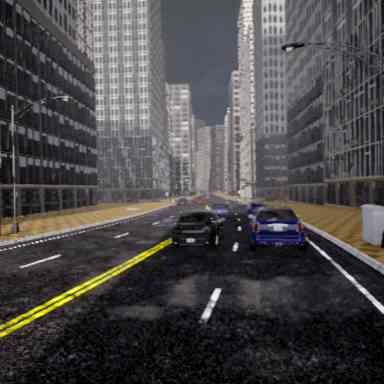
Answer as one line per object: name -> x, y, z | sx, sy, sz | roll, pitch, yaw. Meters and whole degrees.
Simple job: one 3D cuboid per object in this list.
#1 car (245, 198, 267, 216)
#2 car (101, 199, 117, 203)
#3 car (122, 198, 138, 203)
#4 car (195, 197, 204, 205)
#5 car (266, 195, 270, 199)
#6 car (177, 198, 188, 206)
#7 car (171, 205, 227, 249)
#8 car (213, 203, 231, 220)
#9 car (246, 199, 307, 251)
car -> 5.775, 1.598, 29.793 | 1.812, 1.442, 4.674 | -1, 0, 6
car -> -22.551, 2.337, 90.671 | 4.206, 1.307, 1.802 | -1, 0, 4
car -> -16.880, 2.261, 90.266 | 4.313, 1.339, 1.947 | -1, 0, 4
car -> 1.680, 1.844, 70.750 | 1.882, 1.535, 5.008 | -1, 0, 3
car -> 21.972, 1.591, 87.877 | 5.009, 1.841, 2.192 | -1, 0, 4
car -> -1.855, 1.888, 65.142 | 1.882, 1.535, 5.008 | -1, 0, 3
car -> 0.374, 1.595, 15.126 | 1.837, 1.490, 4.892 | -1, 0, 10
car -> 2.504, 1.680, 29.757 | 2.033, 1.411, 5.357 | -1, 0, 6
car -> 3.529, 1.378, 14.316 | 2.097, 1.767, 4.553 | -1, -1, 10
